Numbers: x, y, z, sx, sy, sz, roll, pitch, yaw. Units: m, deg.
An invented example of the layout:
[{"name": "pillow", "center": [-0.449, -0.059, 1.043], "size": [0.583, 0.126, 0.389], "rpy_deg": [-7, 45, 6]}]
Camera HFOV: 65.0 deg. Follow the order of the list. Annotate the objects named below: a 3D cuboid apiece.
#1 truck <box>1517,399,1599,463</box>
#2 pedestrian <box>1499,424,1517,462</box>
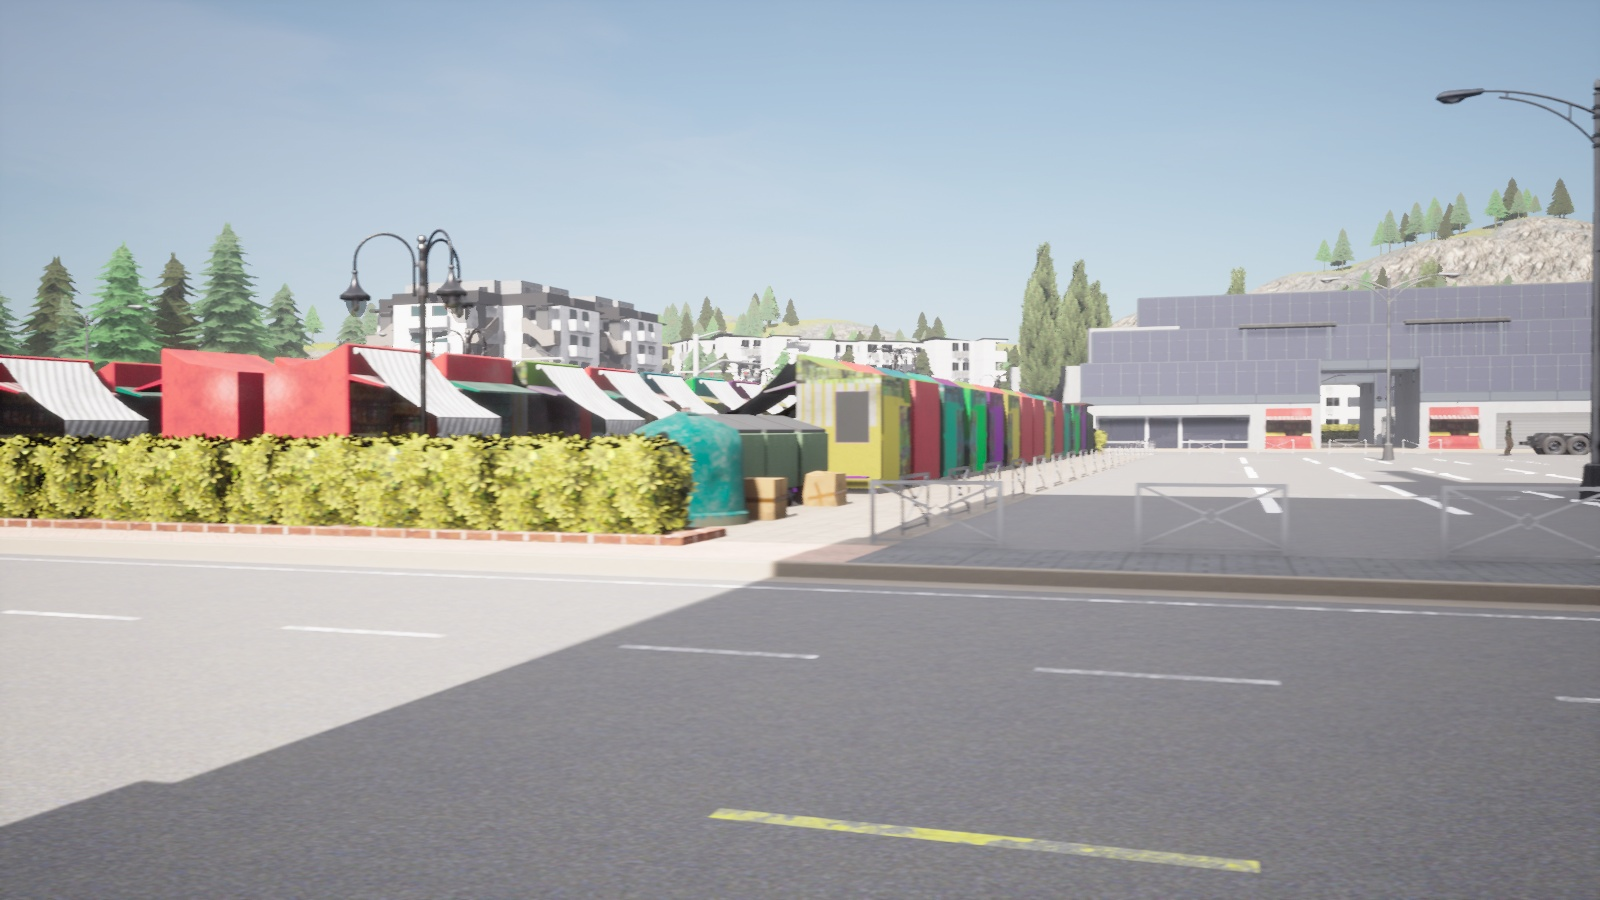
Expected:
[{"name": "truck", "center": [43.873, -1.028, 68.417], "size": [7.936, 3.462, 2.891], "rpy_deg": [1, 1, 20]}, {"name": "pedestrian", "center": [36.212, -0.351, 64.254], "size": [0.395, 1.930, 0.692], "rpy_deg": [-1, 1, -42]}]
